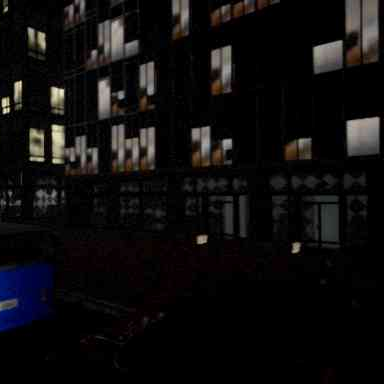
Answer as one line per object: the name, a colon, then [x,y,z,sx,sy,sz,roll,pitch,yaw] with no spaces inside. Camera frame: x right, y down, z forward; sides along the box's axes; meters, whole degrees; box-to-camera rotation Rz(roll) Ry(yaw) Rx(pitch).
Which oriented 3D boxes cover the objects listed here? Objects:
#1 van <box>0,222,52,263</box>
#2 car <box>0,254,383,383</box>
van: [-4.109,1.375,5.811,3.998,1.788,1.690,0,0,35]
car: [0.519,1.445,2.510,4.097,1.590,1.967,0,0,35]
